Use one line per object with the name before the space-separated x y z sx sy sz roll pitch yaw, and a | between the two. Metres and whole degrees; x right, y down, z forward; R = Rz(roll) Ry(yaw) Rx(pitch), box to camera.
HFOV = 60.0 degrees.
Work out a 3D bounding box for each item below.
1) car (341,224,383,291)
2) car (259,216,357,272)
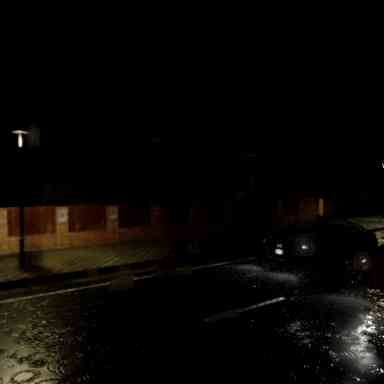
car | 5.620 1.500 7.710 4.181 1.385 1.994 -1 0 -36
car | 4.093 1.497 10.613 4.181 1.385 1.994 -1 0 -36
